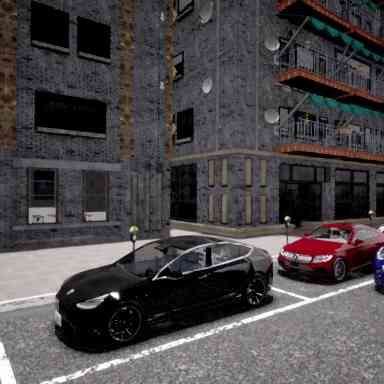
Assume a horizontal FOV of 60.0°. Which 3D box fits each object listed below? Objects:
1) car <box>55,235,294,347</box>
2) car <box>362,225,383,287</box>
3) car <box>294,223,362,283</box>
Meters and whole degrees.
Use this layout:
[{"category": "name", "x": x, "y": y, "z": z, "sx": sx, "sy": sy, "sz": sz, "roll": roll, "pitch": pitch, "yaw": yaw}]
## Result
[{"category": "car", "x": -0.280, "y": 1.566, "z": 6.368, "sx": 4.313, "sy": 1.339, "sz": 1.947, "roll": 0, "pitch": 0, "yaw": -36}, {"category": "car", "x": 6.318, "y": 1.355, "z": 7.933, "sx": 4.553, "sy": 1.767, "sz": 2.097, "roll": 0, "pitch": 0, "yaw": -36}, {"category": "car", "x": 4.316, "y": 1.585, "z": 9.675, "sx": 4.206, "sy": 1.307, "sz": 1.802, "roll": 0, "pitch": 0, "yaw": -36}]
